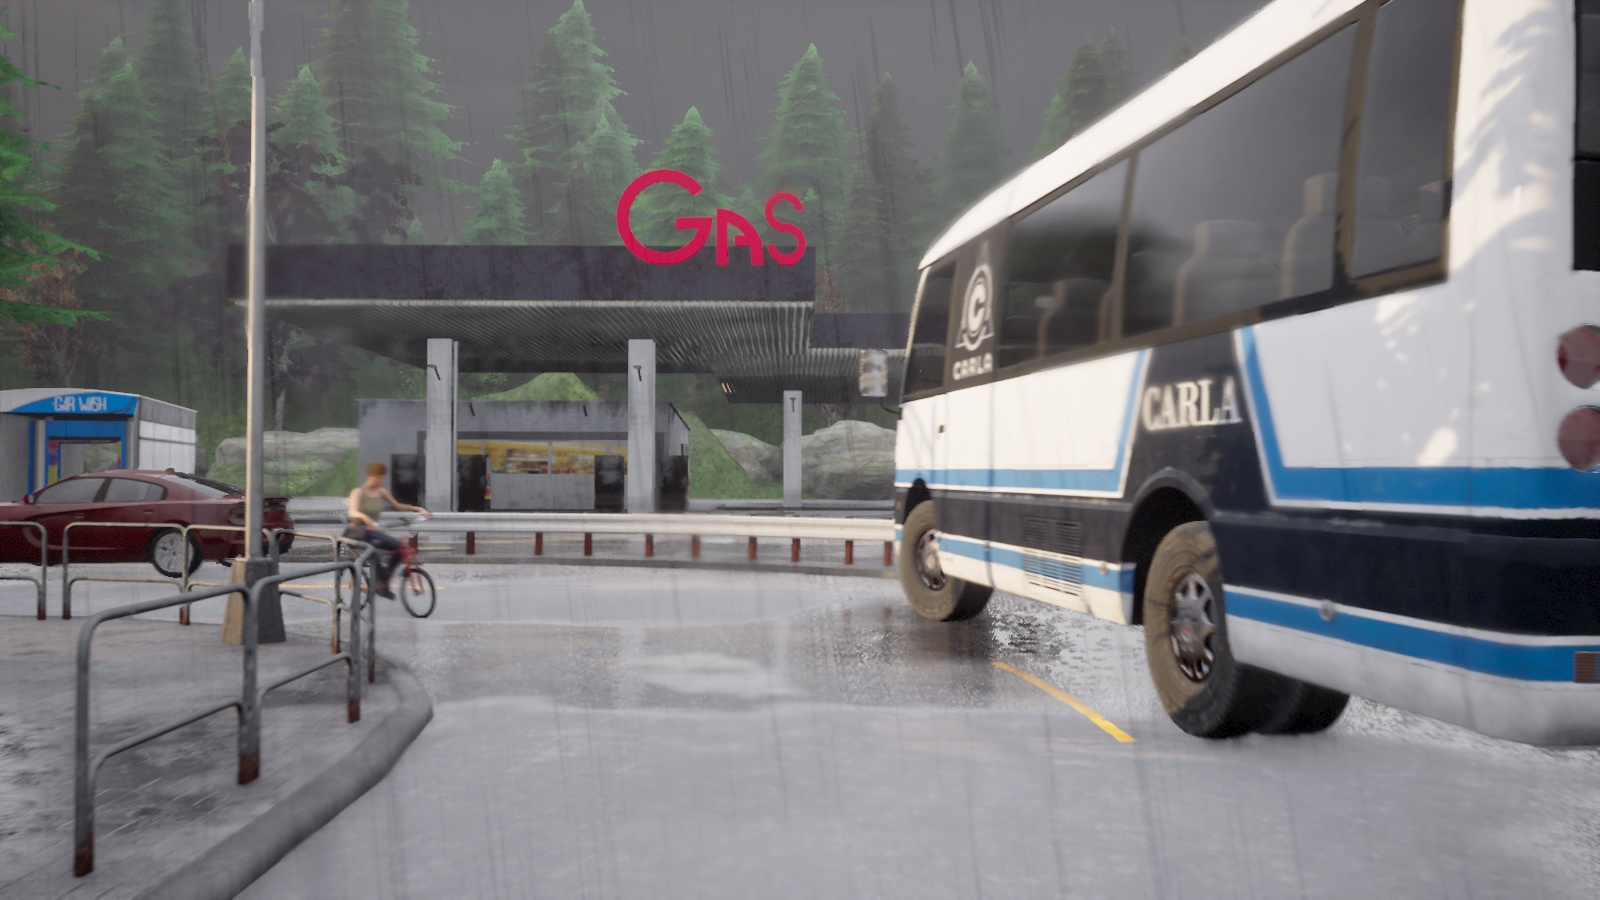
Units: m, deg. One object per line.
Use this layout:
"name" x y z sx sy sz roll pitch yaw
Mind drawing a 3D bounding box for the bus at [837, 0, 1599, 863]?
"bus" 3.257 -0.421 10.277 3.944 4.253 10.273 1 -1 -10

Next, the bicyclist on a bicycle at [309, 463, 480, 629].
"bicyclist on a bicycle" -4.257 0.966 13.182 1.509 1.612 0.866 -1 1 30

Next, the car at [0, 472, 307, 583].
"car" -10.151 1.111 18.535 5.008 1.535 1.882 0 -1 3
